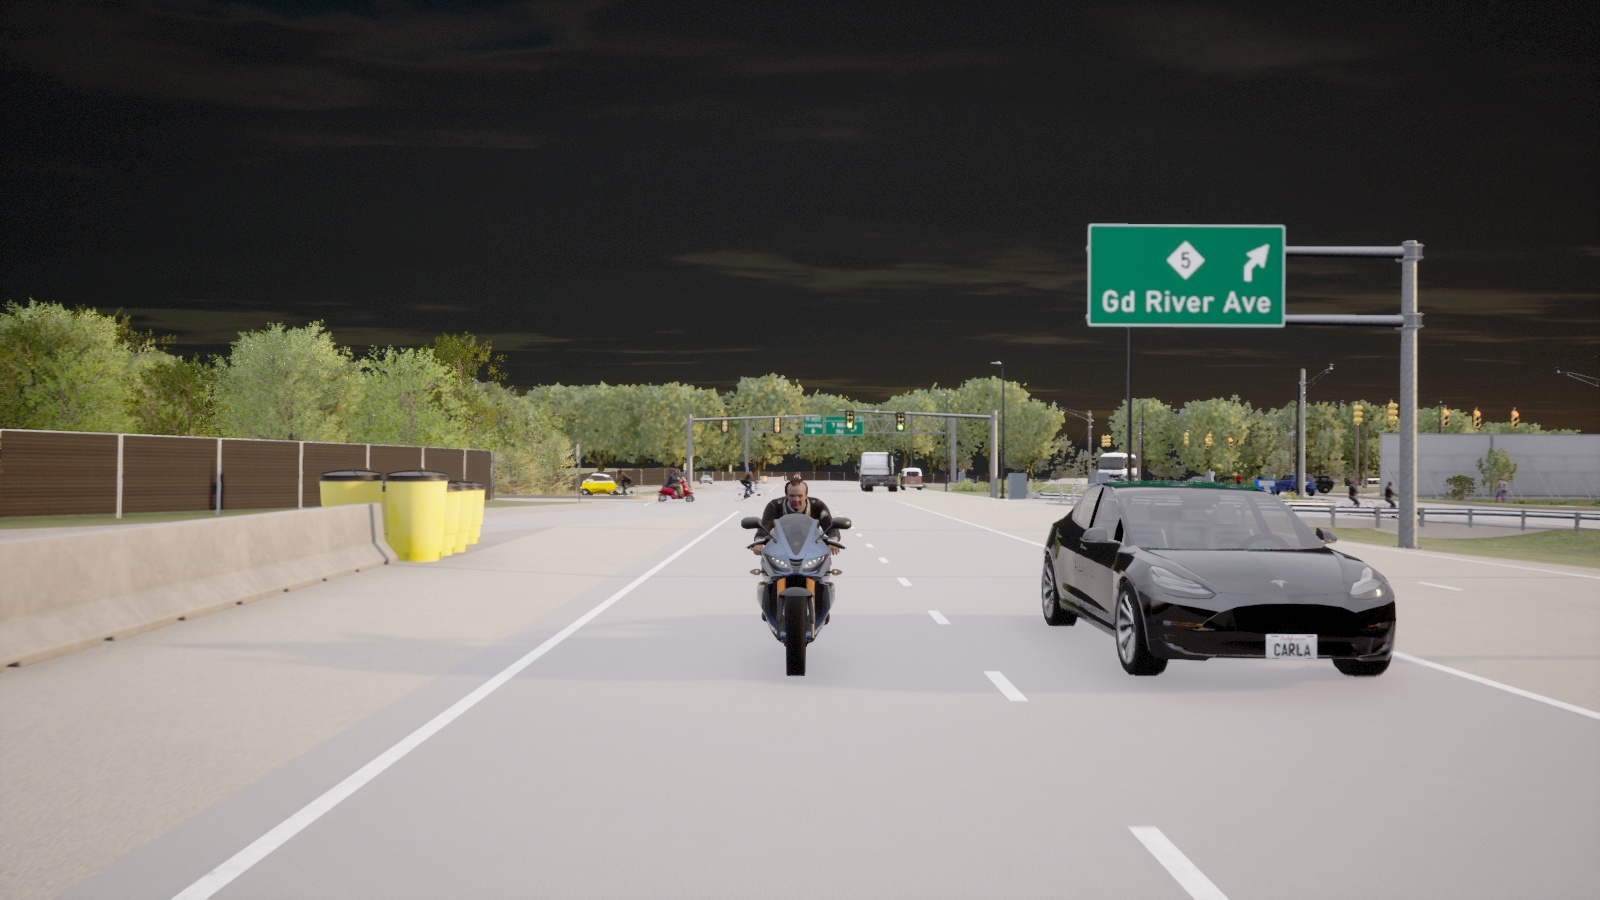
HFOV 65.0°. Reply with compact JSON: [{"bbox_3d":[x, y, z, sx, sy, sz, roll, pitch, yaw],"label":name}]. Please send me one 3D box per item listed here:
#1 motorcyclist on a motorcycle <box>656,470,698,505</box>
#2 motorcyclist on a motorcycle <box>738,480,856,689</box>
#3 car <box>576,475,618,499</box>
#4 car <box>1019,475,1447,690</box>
[{"bbox_3d":[-5.731,1.727,58.688,1.817,1.590,0.866,0,0,8],"label":"motorcyclist on a motorcycle"},{"bbox_3d":[-0.024,1.020,10.395,0.866,1.530,2.191,0,-1,0],"label":"motorcyclist on a motorcycle"},{"bbox_3d":[-11.877,2.154,73.708,2.207,1.376,1.481,1,-1,0],"label":"car"},{"bbox_3d":[3.474,0.985,11.270,2.163,1.488,4.792,0,-1,0],"label":"car"}]
